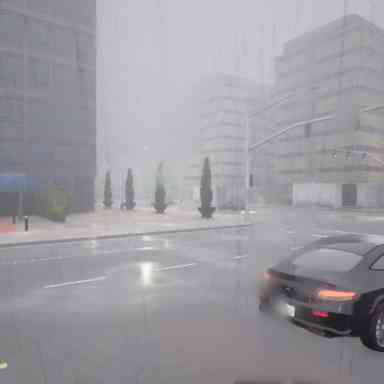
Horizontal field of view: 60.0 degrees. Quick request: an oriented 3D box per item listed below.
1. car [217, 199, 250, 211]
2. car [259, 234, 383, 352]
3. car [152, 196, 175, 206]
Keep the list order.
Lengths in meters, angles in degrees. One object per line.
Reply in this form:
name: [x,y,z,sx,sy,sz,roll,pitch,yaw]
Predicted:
car: [4.958,1.564,39.895,1.994,1.385,4.181,0,0,-35]
car: [3.247,1.526,6.136,4.674,1.442,1.812,0,0,-35]
car: [-4.589,1.352,53.525,2.097,1.767,4.553,0,0,-35]
